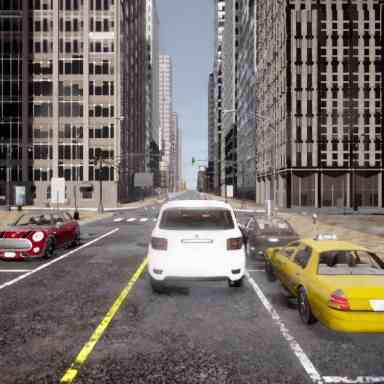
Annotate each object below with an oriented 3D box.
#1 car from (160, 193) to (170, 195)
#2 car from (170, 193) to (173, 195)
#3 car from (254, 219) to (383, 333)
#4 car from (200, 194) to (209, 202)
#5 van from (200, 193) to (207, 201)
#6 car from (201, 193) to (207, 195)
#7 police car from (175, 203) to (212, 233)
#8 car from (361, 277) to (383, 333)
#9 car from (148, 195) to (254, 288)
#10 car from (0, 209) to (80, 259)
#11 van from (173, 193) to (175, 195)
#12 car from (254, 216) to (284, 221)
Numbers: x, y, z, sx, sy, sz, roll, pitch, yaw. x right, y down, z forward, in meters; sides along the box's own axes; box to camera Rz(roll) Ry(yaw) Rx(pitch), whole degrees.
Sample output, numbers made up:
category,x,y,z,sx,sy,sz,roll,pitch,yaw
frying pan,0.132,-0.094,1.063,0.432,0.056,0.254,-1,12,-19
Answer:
category,x,y,z,sx,sy,sz,roll,pitch,yaw
car,-5.762,1.387,61.666,1.967,1.590,4.097,0,0,0
car,-5.694,1.249,67.352,2.192,1.841,5.009,0,0,0
car,2.694,1.525,6.904,1.752,1.417,4.829,0,0,0
car,2.717,1.361,73.030,1.967,1.590,4.097,0,0,0
van,2.720,1.249,78.715,1.690,1.788,3.998,0,0,0
car,2.809,1.387,61.662,1.967,1.590,4.097,0,0,0
police car,0.107,1.495,20.702,2.038,1.542,4.974,0,0,0
car,2.692,1.551,1.063,2.008,1.369,4.403,0,0,0
car,0.103,1.222,9.382,2.150,2.045,5.566,0,0,0
car,-5.684,1.439,12.403,1.967,1.590,4.097,0,0,0
van,-5.659,1.234,84.407,1.690,1.788,3.998,0,0,0
car,2.696,1.550,12.402,2.008,1.369,4.403,0,0,0
